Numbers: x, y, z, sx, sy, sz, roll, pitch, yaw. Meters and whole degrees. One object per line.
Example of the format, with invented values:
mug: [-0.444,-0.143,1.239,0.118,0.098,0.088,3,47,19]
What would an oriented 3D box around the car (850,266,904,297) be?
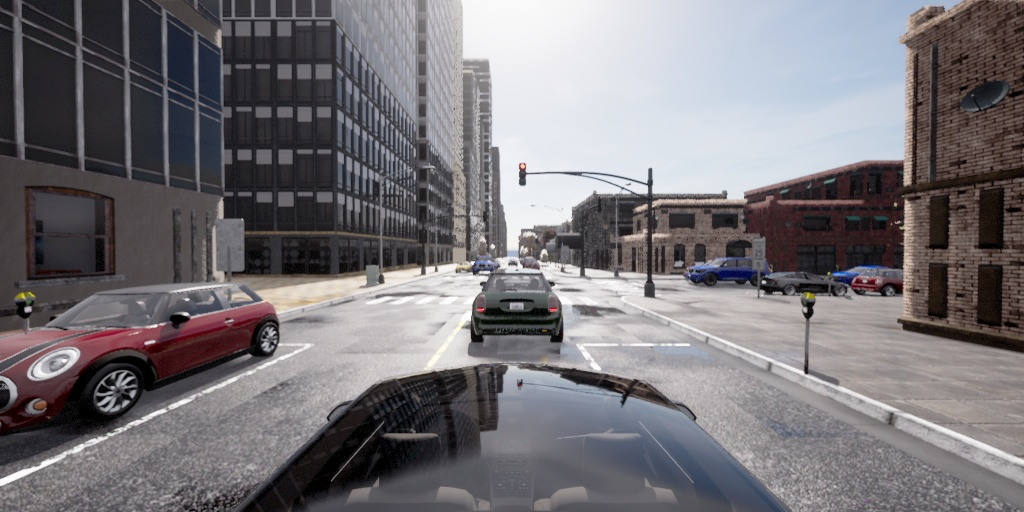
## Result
car: [21.985,1.485,20.335,4.097,1.591,1.967,0,0,1]

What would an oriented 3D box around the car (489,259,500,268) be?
car: [-2.985,1.301,61.847,1.812,1.442,4.674,0,0,0]

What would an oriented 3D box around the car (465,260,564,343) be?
car: [0.146,1.105,9.871,2.097,1.767,4.553,0,0,1]

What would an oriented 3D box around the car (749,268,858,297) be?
car: [16.438,1.559,20.414,4.313,1.339,1.948,0,0,1]

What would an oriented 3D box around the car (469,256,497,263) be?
car: [-3.042,0.990,39.177,2.150,2.045,5.566,0,0,0]

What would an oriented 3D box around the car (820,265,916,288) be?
car: [25.732,1.472,26.063,5.008,1.535,1.882,0,1,1]

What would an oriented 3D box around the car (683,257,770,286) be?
car: [15.765,1.121,26.203,5.566,2.045,2.150,1,1,1]

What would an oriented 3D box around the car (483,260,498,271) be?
car: [-3.023,1.296,51.055,1.812,1.442,4.674,0,0,0]

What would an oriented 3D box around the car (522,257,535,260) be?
car: [2.757,1.209,49.095,1.967,1.591,4.097,0,0,0]

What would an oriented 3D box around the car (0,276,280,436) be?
car: [-5.686,1.191,5.571,1.967,1.591,4.097,0,0,0]

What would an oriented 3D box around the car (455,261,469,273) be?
car: [-5.769,1.292,43.348,1.751,1.417,4.829,0,0,0]
